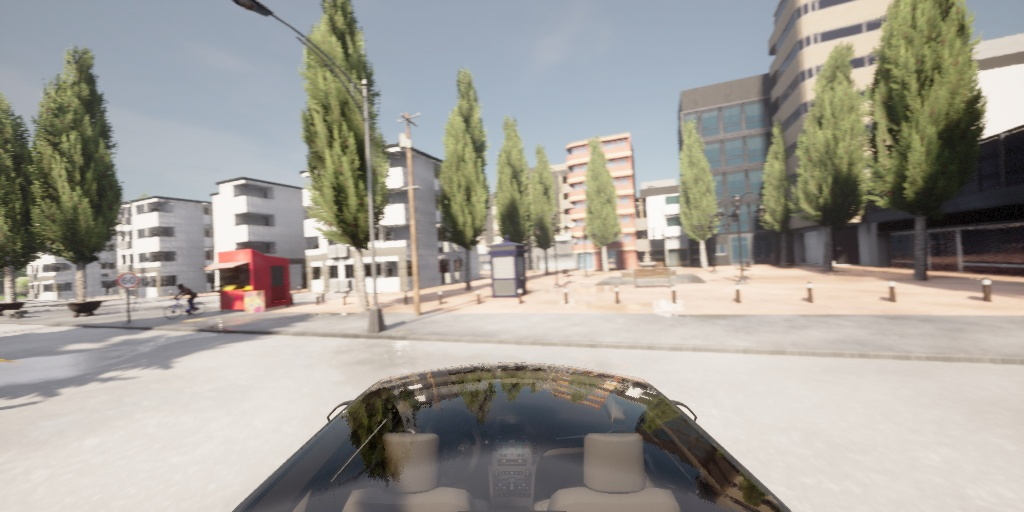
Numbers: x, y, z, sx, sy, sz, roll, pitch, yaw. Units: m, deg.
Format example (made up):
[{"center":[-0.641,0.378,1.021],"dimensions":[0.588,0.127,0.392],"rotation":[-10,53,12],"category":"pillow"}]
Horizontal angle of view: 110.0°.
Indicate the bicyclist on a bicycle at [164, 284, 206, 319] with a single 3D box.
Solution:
[{"center":[-15.706,2.154,17.230],"dimensions":[0.582,1.620,1.656],"rotation":[-3,0,22],"category":"bicyclist on a bicycle"}]
